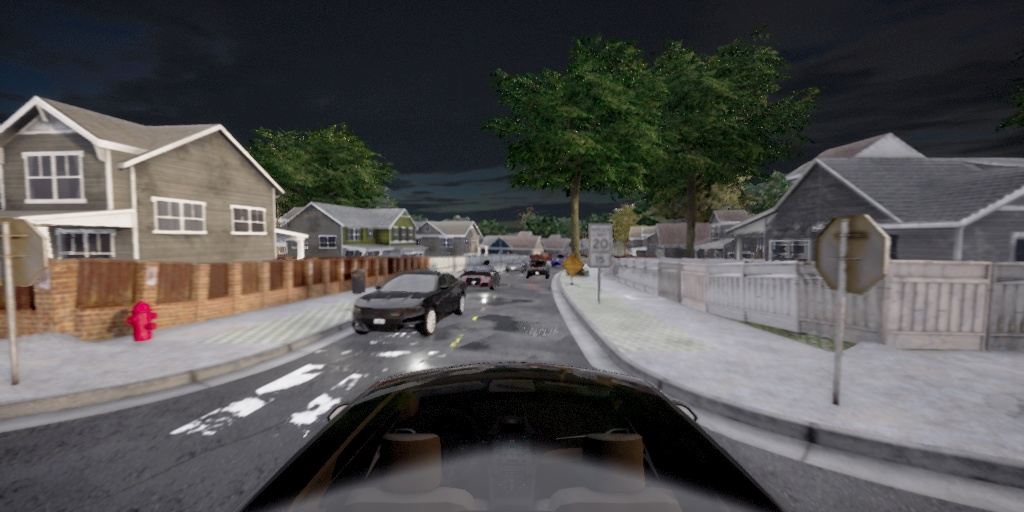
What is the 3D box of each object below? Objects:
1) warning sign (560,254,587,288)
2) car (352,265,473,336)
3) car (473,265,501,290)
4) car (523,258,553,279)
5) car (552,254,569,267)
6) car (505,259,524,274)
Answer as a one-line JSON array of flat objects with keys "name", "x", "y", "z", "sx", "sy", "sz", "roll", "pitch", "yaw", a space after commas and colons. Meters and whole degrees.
[{"name": "warning sign", "x": 3.404, "y": 0.782, "z": 20.505, "sx": 1.300, "sy": 1.860, "sz": 1.060, "roll": 0, "pitch": 0, "yaw": 5}, {"name": "car", "x": -2.697, "y": 1.170, "z": 10.475, "sx": 1.882, "sy": 1.535, "sz": 5.008, "roll": 0, "pitch": 0, "yaw": 6}, {"name": "car", "x": -1.831, "y": 1.199, "z": 21.041, "sx": 1.994, "sy": 1.385, "sz": 4.181, "roll": 0, "pitch": 0, "yaw": 6}, {"name": "car", "x": 2.374, "y": 1.116, "z": 31.230, "sx": 1.837, "sy": 1.490, "sz": 4.892, "roll": 0, "pitch": 0, "yaw": 8}, {"name": "car", "x": 7.324, "y": 0.703, "z": 54.651, "sx": 2.150, "sy": 2.045, "sz": 5.566, "roll": 1, "pitch": 0, "yaw": 16}, {"name": "car", "x": 0.539, "y": 1.048, "z": 38.031, "sx": 2.128, "sy": 1.511, "sz": 4.902, "roll": 1, "pitch": 0, "yaw": 11}]
